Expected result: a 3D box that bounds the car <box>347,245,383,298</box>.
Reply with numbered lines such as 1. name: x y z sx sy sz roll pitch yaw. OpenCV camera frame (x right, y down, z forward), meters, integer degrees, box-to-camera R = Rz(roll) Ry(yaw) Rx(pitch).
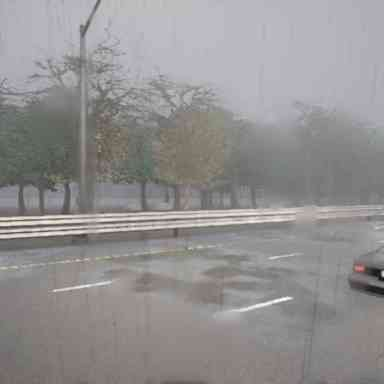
1. car: 5.828 1.640 7.727 5.357 1.411 2.033 0 -1 -34
